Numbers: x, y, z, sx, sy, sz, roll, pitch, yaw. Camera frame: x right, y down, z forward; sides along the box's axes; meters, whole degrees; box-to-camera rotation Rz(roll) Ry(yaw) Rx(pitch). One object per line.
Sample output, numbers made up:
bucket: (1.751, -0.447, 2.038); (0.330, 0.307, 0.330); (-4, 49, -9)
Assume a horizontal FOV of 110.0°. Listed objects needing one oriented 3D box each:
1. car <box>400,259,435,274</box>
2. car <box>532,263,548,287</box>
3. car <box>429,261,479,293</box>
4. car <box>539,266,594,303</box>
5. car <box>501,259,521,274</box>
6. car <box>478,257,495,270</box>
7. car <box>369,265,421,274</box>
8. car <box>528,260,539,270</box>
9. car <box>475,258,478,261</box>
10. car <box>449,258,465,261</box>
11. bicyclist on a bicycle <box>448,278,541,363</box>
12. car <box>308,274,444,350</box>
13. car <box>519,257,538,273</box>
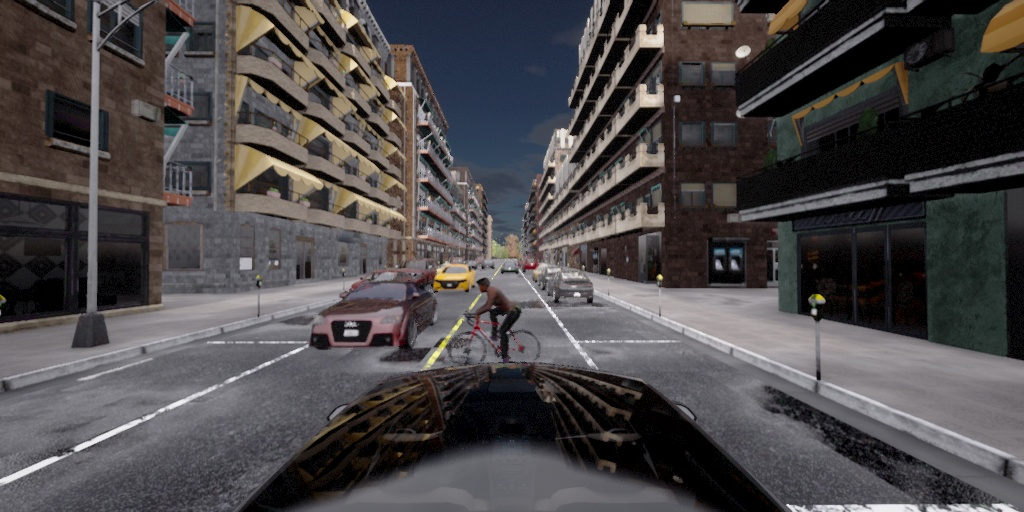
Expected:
car: (-5.864, 1.082, 21.982); (2.192, 1.841, 5.009); (0, 0, -1)
car: (2.517, 1.317, 22.026); (2.007, 1.370, 4.403); (0, 0, -1)
car: (-3.255, 1.244, 21.066); (1.882, 1.535, 5.008); (0, 0, 0)
car: (2.568, 1.312, 16.459); (2.007, 1.370, 4.403); (0, 0, -1)
car: (-0.254, 1.350, 41.321); (1.994, 1.385, 4.181); (0, 0, -1)
car: (-3.555, 1.278, 53.428); (1.882, 1.535, 5.008); (0, 0, 0)
car: (-5.813, 1.307, 16.414); (1.888, 1.381, 4.507); (0, 0, -1)
car: (2.464, 1.297, 27.763); (1.751, 1.417, 4.829); (0, 0, -1)
car: (-6.173, 1.368, 55.388); (1.948, 1.339, 4.313); (0, 0, -1)
car: (-6.019, 1.098, 38.685); (2.192, 1.841, 5.009); (0, 0, -1)
bicyclist on a bicycle: (-0.324, 1.207, 6.385); (1.656, 1.620, 0.582); (-2, 0, -1)
car: (-3.154, 1.320, 8.989); (1.994, 1.385, 4.181); (0, 0, -1)
car: (2.311, 1.104, 44.296); (2.192, 1.841, 5.009); (0, 0, -1)
